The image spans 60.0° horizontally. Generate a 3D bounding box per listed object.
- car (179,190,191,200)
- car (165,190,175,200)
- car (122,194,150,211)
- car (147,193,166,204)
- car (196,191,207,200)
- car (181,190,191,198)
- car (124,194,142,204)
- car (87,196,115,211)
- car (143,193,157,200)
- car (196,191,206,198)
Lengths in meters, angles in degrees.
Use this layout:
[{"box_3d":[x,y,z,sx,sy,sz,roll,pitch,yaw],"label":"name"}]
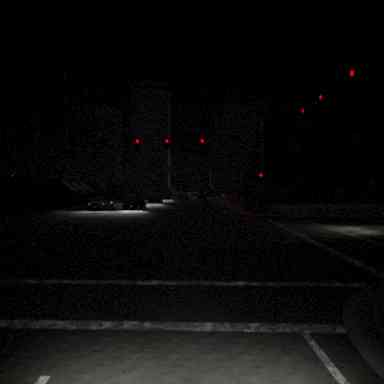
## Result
[{"box_3d":[-1.623,0.899,67.035,1.994,1.385,4.181,0,1,2],"label":"car"},{"box_3d":[-5.078,0.811,68.736,2.128,1.511,4.902,0,1,2],"label":"car"},{"box_3d":[-6.061,1.213,35.354,1.994,1.385,4.181,0,1,1],"label":"car"},{"box_3d":[-5.622,1.093,51.124,1.895,1.301,4.718,0,1,2],"label":"car"},{"box_3d":[1.860,0.847,66.316,1.837,1.490,4.892,0,1,2],"label":"car"},{"box_3d":[-1.395,0.432,75.592,2.097,1.767,4.553,0,1,2],"label":"car"},{"box_3d":[-9.101,1.011,51.761,1.812,1.442,4.674,0,0,2],"label":"car"},{"box_3d":[-9.563,1.175,35.313,1.812,1.442,4.674,0,0,2],"label":"car"},{"box_3d":[-8.577,0.862,68.830,2.033,1.411,5.357,0,1,2],"label":"car"},{"box_3d":[2.105,0.603,75.530,2.128,1.511,4.902,0,1,2],"label":"car"}]
